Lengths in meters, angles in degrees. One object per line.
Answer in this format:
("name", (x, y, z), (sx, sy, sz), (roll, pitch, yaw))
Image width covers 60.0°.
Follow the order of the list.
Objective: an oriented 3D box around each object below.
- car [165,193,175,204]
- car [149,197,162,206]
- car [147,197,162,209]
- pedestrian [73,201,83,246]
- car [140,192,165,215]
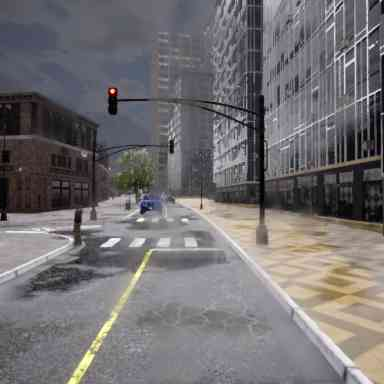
("car", (-4.306, 1.499, 64.333), (1.837, 1.490, 4.892), (0, 0, -8))
("car", (-6.077, 1.555, 55.192), (1.994, 1.385, 4.181), (0, 0, -6))
("car", (-5.044, 1.472, 45.181), (1.882, 1.535, 5.008), (0, 0, -5))
("pedestrian", (-4.727, 1.296, 13.768), (0.375, 1.860, 0.375), (1, -1, -2))
("car", (-4.191, 1.219, 34.934), (2.150, 2.045, 5.566), (0, 0, -4))
